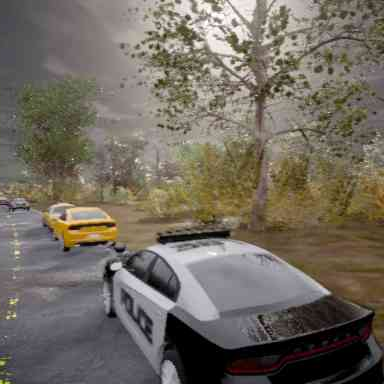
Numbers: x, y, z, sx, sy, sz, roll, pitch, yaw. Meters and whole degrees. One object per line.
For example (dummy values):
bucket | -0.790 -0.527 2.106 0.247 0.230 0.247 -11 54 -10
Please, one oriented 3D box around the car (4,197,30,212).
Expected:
car | -19.790 1.456 37.976 2.033 1.411 5.357 -2 1 -34

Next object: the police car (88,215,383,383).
police car | -0.033 1.350 4.866 1.930 1.638 5.238 -2 1 -26

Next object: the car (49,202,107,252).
car | -4.543 1.381 13.757 1.882 1.535 5.008 -2 1 -28

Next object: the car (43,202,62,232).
car | -7.512 1.349 19.242 1.801 1.575 5.366 -2 1 -29

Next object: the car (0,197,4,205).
car | -29.647 1.457 52.132 1.812 1.442 4.674 -2 1 -37
